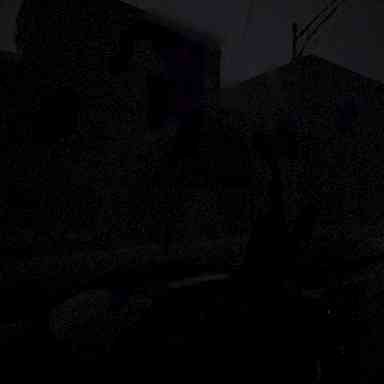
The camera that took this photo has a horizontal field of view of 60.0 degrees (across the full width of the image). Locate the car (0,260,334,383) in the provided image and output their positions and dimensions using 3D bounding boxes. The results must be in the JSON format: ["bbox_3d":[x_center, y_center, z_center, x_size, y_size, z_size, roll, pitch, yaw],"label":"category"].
[{"bbox_3d":[-0.401,1.529,3.402,4.674,1.442,1.812,0,0,-35],"label":"car"}]
